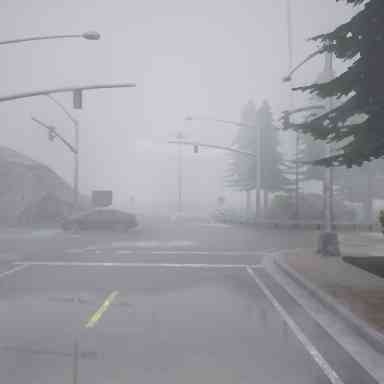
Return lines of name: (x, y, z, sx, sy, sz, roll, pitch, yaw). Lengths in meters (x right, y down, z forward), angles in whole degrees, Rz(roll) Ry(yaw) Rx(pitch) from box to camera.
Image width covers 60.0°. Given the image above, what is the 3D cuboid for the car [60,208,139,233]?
car: (-5.868, 1.809, 21.318, 4.892, 1.490, 1.837, 0, -1, 0)
